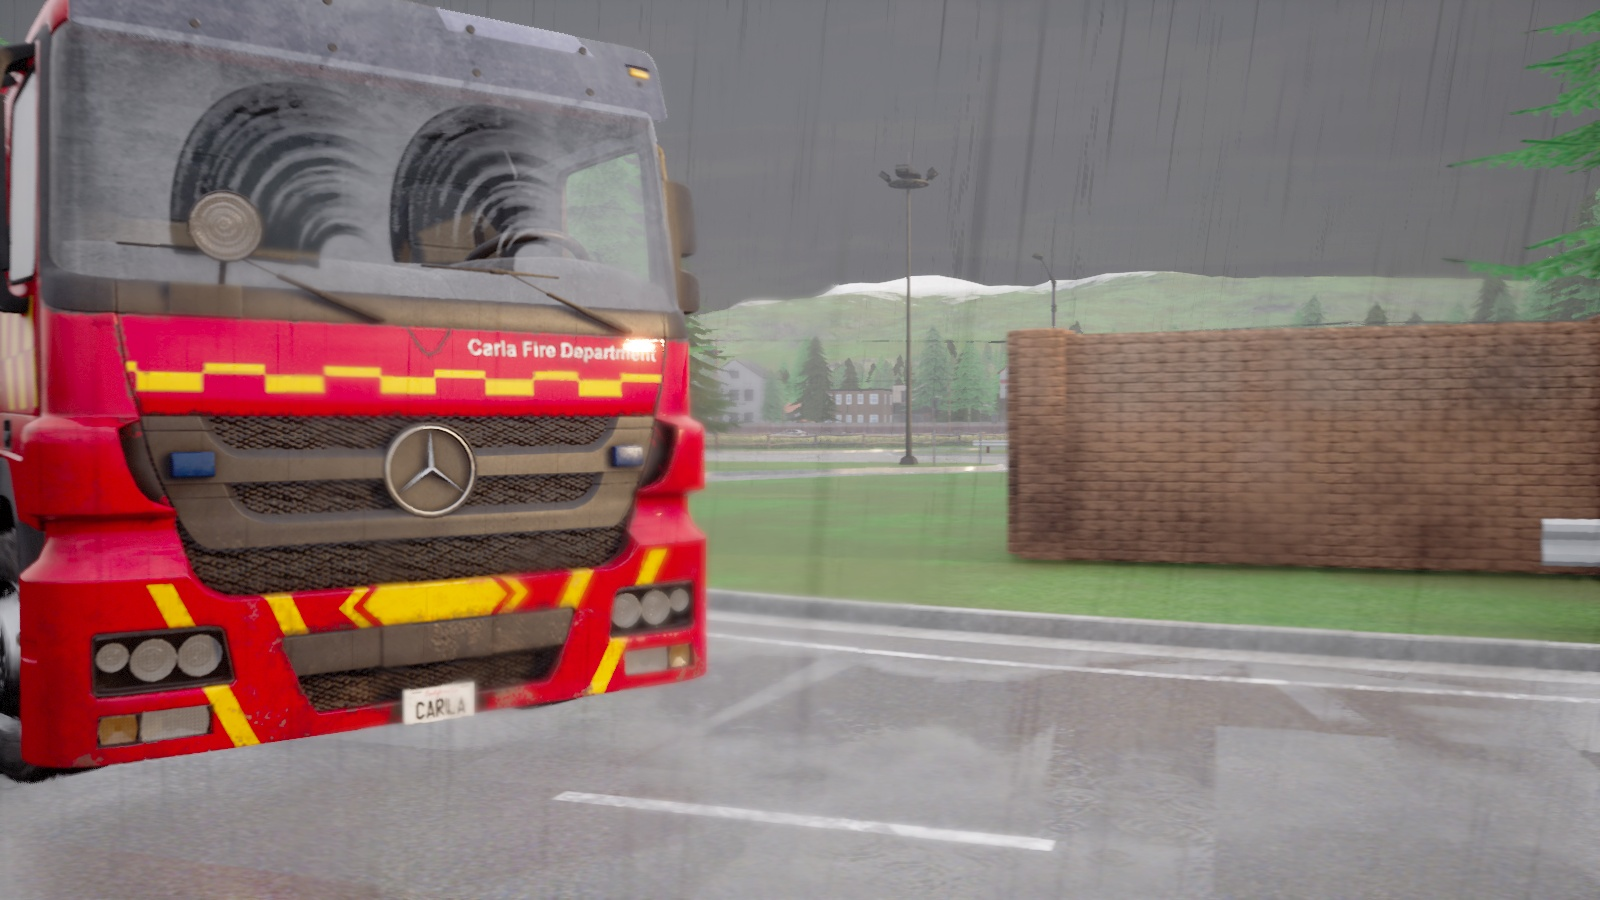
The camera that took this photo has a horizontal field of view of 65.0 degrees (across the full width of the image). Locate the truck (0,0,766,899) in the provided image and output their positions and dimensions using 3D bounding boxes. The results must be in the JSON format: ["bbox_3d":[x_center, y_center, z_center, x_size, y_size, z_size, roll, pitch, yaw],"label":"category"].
[{"bbox_3d":[-3.876,-0.493,8.240,2.891,3.827,8.468,-1,1,-37],"label":"truck"}]
